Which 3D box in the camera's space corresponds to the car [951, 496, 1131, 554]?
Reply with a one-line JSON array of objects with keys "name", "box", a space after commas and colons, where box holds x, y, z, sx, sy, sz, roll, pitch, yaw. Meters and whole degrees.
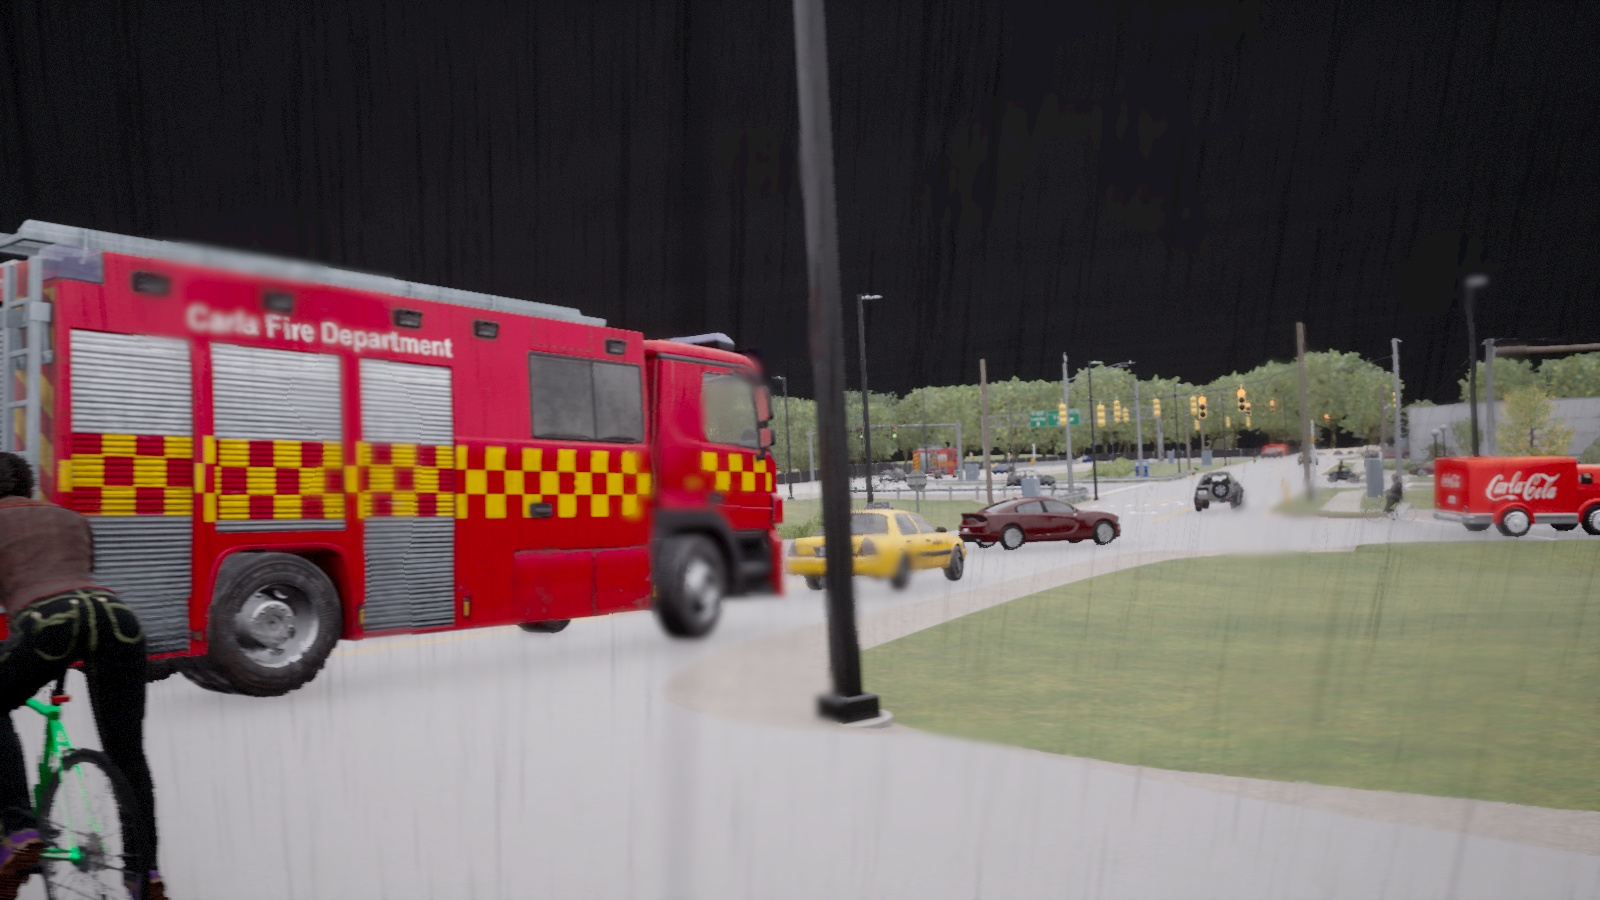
[{"name": "car", "box": [7.252, 2.216, 37.816, 5.008, 1.535, 1.882, -1, -2, -18]}]

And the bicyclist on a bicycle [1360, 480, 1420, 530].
[{"name": "bicyclist on a bicycle", "box": [21.325, 1.984, 45.414, 1.843, 1.776, 0.659, -1, 0, 2]}]

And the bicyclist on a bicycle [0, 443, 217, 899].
[{"name": "bicyclist on a bicycle", "box": [-2.687, 0.811, 4.209, 1.656, 1.620, 0.582, -1, -2, 35]}]

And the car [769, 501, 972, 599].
[{"name": "car", "box": [1.472, 1.756, 23.257, 1.801, 1.575, 5.366, -3, -3, 26]}]

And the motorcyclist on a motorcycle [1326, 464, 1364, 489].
[{"name": "motorcyclist on a motorcycle", "box": [38.244, 1.864, 88.115, 0.766, 1.649, 2.350, -2, 2, -35]}]

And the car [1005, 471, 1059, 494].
[{"name": "car", "box": [17.672, 2.466, 95.711, 3.705, 1.549, 1.789, -2, 0, 22]}]

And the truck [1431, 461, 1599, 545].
[{"name": "truck", "box": [23.445, 1.649, 40.147, 5.204, 2.467, 2.627, -1, 1, 2]}]

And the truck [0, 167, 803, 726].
[{"name": "truck", "box": [-3.703, 0.178, 12.829, 2.891, 3.827, 8.468, -3, -4, 37]}]

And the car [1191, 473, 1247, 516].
[{"name": "car", "box": [19.606, 2.048, 58.622, 1.932, 1.855, 4.605, -3, -1, 24]}]
